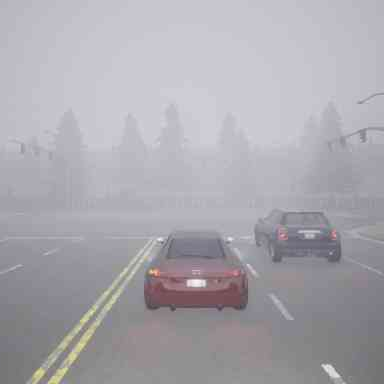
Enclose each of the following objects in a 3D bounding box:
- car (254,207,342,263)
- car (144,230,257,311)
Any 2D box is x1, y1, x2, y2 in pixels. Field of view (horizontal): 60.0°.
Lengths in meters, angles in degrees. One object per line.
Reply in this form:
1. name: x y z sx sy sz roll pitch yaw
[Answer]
1. car: 3.627 1.352 12.199 2.097 1.767 4.553 0 0 2
2. car: 0.075 1.564 7.826 1.994 1.385 4.181 0 0 0
